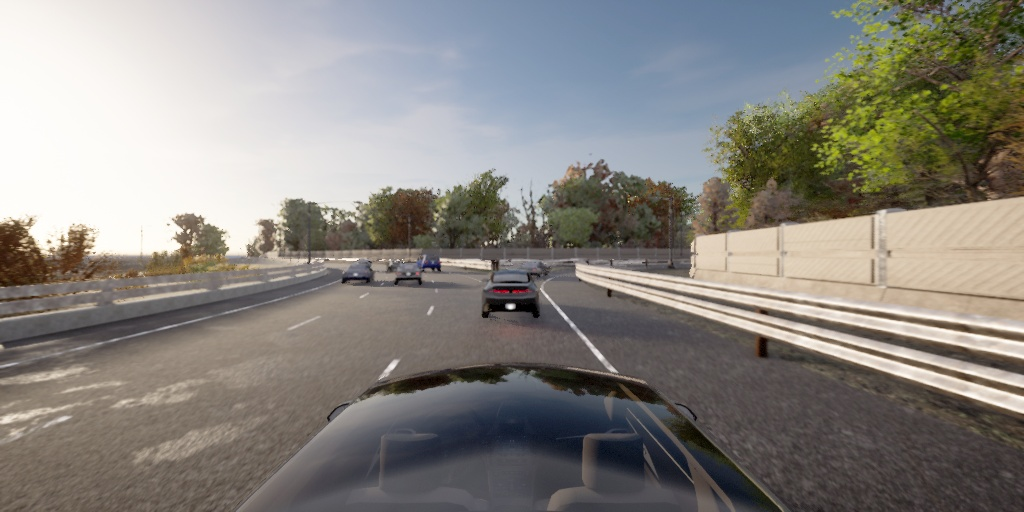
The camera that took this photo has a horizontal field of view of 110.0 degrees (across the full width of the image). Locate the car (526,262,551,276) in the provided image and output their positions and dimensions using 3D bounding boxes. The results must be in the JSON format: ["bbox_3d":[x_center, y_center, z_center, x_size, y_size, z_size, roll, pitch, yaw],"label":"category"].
[{"bbox_3d":[2.117,1.205,32.465,2.033,1.411,5.357,0,0,19],"label":"car"}]

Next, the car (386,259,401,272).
[{"bbox_3d":[-14.520,1.135,44.596,2.128,1.511,4.902,0,0,-26],"label":"car"}]

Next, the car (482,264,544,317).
[{"bbox_3d":[-0.038,1.223,12.989,1.837,1.490,4.892,0,0,0],"label":"car"}]

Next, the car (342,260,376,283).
[{"bbox_3d":[-11.502,1.255,27.055,1.994,1.385,4.181,0,0,-16],"label":"car"}]

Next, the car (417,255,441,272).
[{"bbox_3d":[-10.199,0.862,43.753,2.150,2.045,5.566,0,0,-24],"label":"car"}]

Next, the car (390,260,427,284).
[{"bbox_3d":[-7.536,1.236,26.224,2.033,1.411,5.357,0,0,-16],"label":"car"}]
